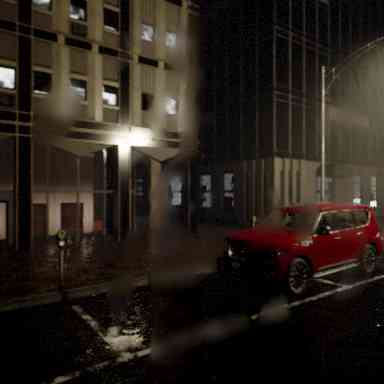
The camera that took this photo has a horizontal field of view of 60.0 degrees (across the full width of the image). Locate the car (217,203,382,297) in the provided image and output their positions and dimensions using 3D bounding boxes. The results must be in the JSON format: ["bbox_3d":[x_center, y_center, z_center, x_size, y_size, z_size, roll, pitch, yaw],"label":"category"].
[{"bbox_3d":[3.000,1.260,8.686,5.009,1.841,2.192,-1,1,-35],"label":"car"}]
